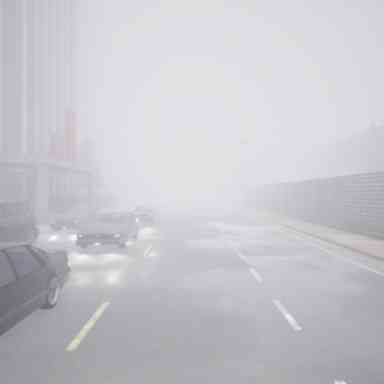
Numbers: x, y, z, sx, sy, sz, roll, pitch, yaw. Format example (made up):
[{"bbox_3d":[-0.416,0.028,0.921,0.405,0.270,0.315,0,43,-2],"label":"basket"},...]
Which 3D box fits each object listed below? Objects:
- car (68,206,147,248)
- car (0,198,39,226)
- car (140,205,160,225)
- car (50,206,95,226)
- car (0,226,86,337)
[{"bbox_3d":[-3.592,1.596,15.306,2.033,1.411,5.357,0,0,0],"label":"car"},{"bbox_3d":[-7.094,1.257,10.941,2.150,2.045,5.566,0,0,0],"label":"car"},{"bbox_3d":[-3.579,1.680,25.114,1.895,1.301,4.718,0,0,0],"label":"car"},{"bbox_3d":[-7.083,1.614,21.234,2.033,1.411,5.357,0,0,1],"label":"car"},{"bbox_3d":[-3.597,1.565,5.205,2.033,1.411,5.357,0,0,0],"label":"car"}]
